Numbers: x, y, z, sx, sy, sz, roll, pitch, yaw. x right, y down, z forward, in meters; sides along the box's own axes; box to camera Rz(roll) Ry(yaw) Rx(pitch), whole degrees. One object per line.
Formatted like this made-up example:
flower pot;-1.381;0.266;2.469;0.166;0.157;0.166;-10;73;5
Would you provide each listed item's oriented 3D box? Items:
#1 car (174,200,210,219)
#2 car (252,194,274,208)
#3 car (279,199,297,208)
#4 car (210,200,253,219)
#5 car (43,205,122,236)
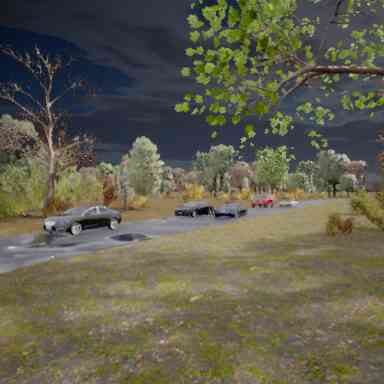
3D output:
car;0.214;1.527;30.494;1.882;1.535;5.008;0;0;29
car;10.541;1.290;49.344;2.150;2.045;5.566;0;0;29
car;14.709;1.683;50.551;1.895;1.301;4.718;0;0;29
car;3.642;1.609;30.104;1.994;1.385;4.181;0;0;28
car;-6.059;1.516;18.927;2.128;1.511;4.902;0;0;28
